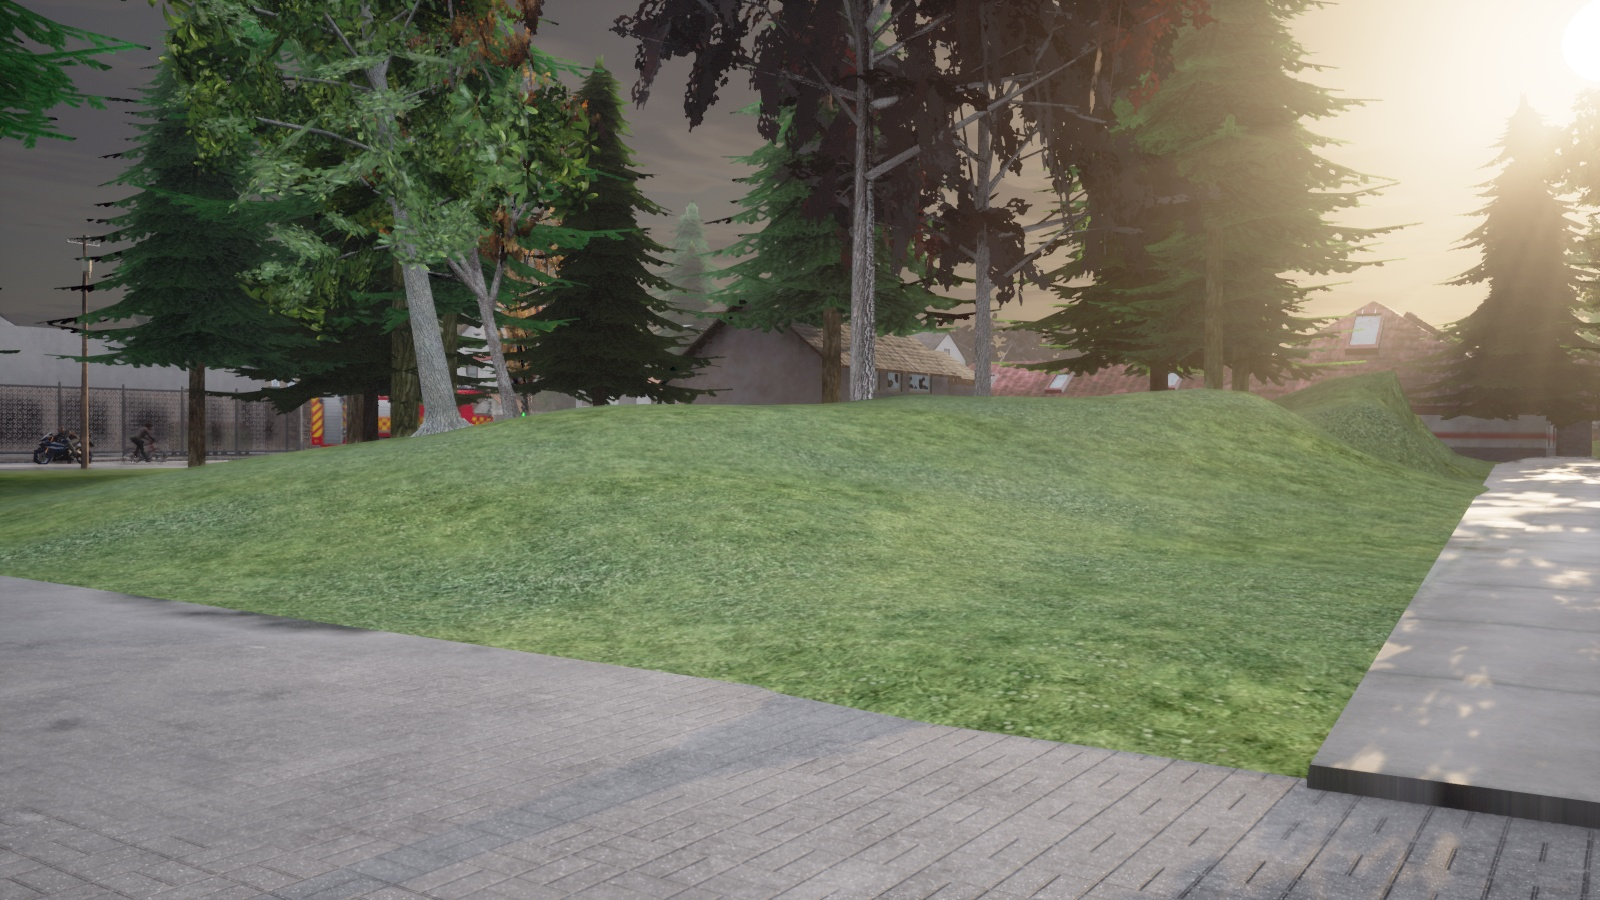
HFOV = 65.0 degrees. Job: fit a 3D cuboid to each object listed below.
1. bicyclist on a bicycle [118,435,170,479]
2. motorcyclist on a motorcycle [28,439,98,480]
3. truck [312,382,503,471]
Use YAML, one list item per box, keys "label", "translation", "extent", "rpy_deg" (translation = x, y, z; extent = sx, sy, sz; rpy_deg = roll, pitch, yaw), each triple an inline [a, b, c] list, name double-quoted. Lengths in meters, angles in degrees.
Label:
- label: "bicyclist on a bicycle"
  translation: [-24.821, 0.260, 47.556]
  extent: [0.582, 1.620, 1.656]
  rpy_deg: [0, 0, 34]
- label: "motorcyclist on a motorcycle"
  translation: [-28.707, 0.358, 48.936]
  extent: [0.866, 1.530, 2.191]
  rpy_deg: [0, 1, 34]
- label: "truck"
  translation: [-17.896, -1.063, 57.986]
  extent: [2.891, 3.827, 8.468]
  rpy_deg: [0, 1, 33]
